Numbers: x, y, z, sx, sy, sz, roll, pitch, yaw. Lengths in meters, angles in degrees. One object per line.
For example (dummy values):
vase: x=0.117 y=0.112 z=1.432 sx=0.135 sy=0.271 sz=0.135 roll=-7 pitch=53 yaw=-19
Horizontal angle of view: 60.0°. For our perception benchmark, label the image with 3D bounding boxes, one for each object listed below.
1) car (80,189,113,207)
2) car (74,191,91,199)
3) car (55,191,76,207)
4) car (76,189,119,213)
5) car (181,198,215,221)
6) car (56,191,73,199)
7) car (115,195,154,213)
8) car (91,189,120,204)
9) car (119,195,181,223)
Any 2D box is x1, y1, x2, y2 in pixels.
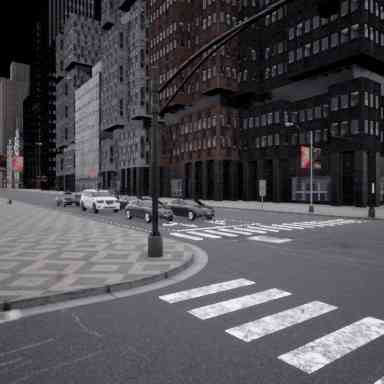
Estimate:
car: x=-11.869 y=0.672 z=41.093 sx=2.150 sy=2.045 sz=5.566 roll=0 pitch=1 yaw=-35
car: x=-21.885 y=0.563 z=66.395 sx=1.812 sy=1.442 sz=4.674 roll=0 pitch=1 yaw=-36
car: x=-14.943 y=0.991 z=39.789 sx=2.033 sy=1.411 sz=5.357 roll=0 pitch=1 yaw=-36
car: x=-8.729 y=0.819 z=31.168 sx=2.150 sy=2.045 sz=5.566 roll=0 pitch=1 yaw=-36
car: x=-0.276 y=1.239 z=24.965 sx=1.837 sy=1.490 sz=4.892 roll=0 pitch=1 yaw=-38
car: x=-24.955 y=0.532 z=65.093 sx=1.837 sy=1.490 sz=4.892 roll=0 pitch=1 yaw=-36
car: x=-5.720 y=1.108 z=32.553 sx=1.837 sy=1.490 sz=4.892 roll=0 pitch=1 yaw=-36
car: x=-12.492 y=0.578 z=47.826 sx=2.150 sy=2.045 sz=5.566 roll=0 pitch=1 yaw=-36
car: x=-3.040 y=1.240 z=23.284 sx=1.837 sy=1.490 sz=4.892 roll=0 pitch=1 yaw=-36
